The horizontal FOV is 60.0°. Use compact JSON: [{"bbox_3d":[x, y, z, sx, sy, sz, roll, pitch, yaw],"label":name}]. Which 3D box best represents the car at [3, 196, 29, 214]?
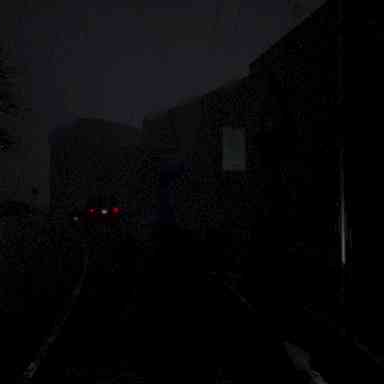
[{"bbox_3d":[-19.230,1.512,35.251,5.008,1.535,1.882,-1,-1,37],"label":"car"}]

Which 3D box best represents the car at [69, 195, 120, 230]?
[{"bbox_3d":[-6.439,1.233,21.663,2.150,2.045,5.566,0,0,-30],"label":"car"}]

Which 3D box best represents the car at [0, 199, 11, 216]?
[{"bbox_3d":[-19.253,1.555,31.200,4.674,1.442,1.812,0,-1,38],"label":"car"}]
